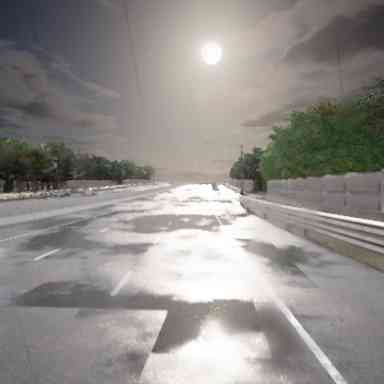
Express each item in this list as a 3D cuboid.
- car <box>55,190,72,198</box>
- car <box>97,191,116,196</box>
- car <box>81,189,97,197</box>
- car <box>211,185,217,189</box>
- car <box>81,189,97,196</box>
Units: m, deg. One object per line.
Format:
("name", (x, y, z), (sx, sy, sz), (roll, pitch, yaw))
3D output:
("car", (-25.467, 0.372, 65.975), (2.128, 1.511, 4.902), (0, 2, 0))
("car", (-15.785, 0.550, 63.050), (1.812, 1.442, 4.674), (0, 2, 3))
("car", (-19.303, 0.565, 62.754), (1.812, 1.442, 4.674), (0, 2, 3))
("car", (6.580, -0.523, 87.923), (2.033, 1.411, 5.357), (0, 2, 3))
("car", (-22.312, 0.014, 71.928), (1.994, 1.385, 4.181), (0, 2, 3))
